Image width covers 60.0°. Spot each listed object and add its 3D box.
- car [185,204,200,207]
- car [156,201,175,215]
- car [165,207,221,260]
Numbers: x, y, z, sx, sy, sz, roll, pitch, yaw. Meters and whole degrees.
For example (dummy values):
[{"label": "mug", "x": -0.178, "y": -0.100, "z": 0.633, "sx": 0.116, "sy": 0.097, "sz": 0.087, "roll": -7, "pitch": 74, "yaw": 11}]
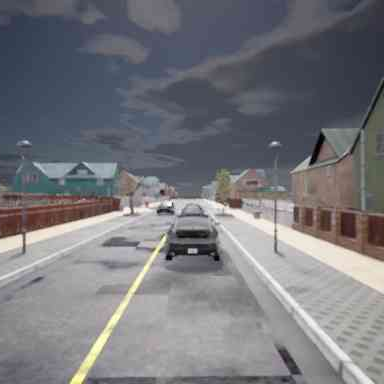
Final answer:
[{"label": "car", "x": 0.031, "y": 1.698, "z": 27.202, "sx": 1.994, "sy": 1.385, "sz": 4.181, "roll": 0, "pitch": 0, "yaw": 1}, {"label": "car", "x": -2.790, "y": 1.739, "z": 36.595, "sx": 2.033, "sy": 1.411, "sz": 5.357, "roll": 0, "pitch": 0, "yaw": 1}, {"label": "car", "x": 0.041, "y": 1.563, "z": 12.629, "sx": 1.837, "sy": 1.490, "sz": 4.892, "roll": 0, "pitch": 0, "yaw": 0}]
